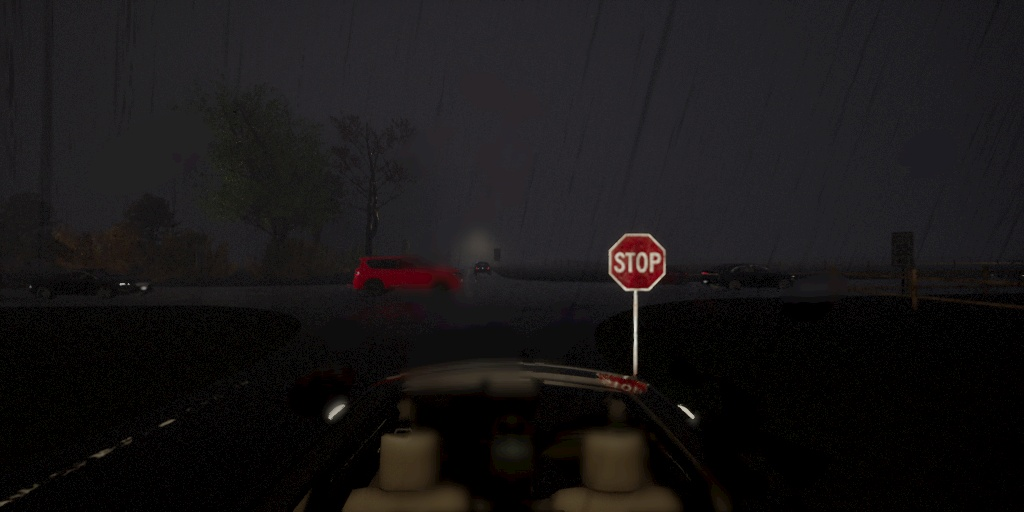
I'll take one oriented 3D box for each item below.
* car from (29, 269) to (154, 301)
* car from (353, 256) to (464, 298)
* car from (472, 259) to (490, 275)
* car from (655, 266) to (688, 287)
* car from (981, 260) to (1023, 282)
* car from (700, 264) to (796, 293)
[{"bbox_3d":[-21.228,1.402,18.244,4.902,1.511,2.128,0,0,-1],"label":"car"},{"bbox_3d":[-5.338,1.028,18.818,5.566,2.045,2.150,-1,0,-3],"label":"car"},{"bbox_3d":[-3.449,1.383,41.403,2.033,1.411,5.357,0,0,-6],"label":"car"},{"bbox_3d":[9.135,1.265,23.300,4.181,1.385,1.994,0,0,-4],"label":"car"},{"bbox_3d":[36.015,0.992,25.199,4.902,1.511,2.128,0,0,-4],"label":"car"},{"bbox_3d":[12.970,1.168,19.812,4.902,1.511,2.128,0,0,-5],"label":"car"}]
